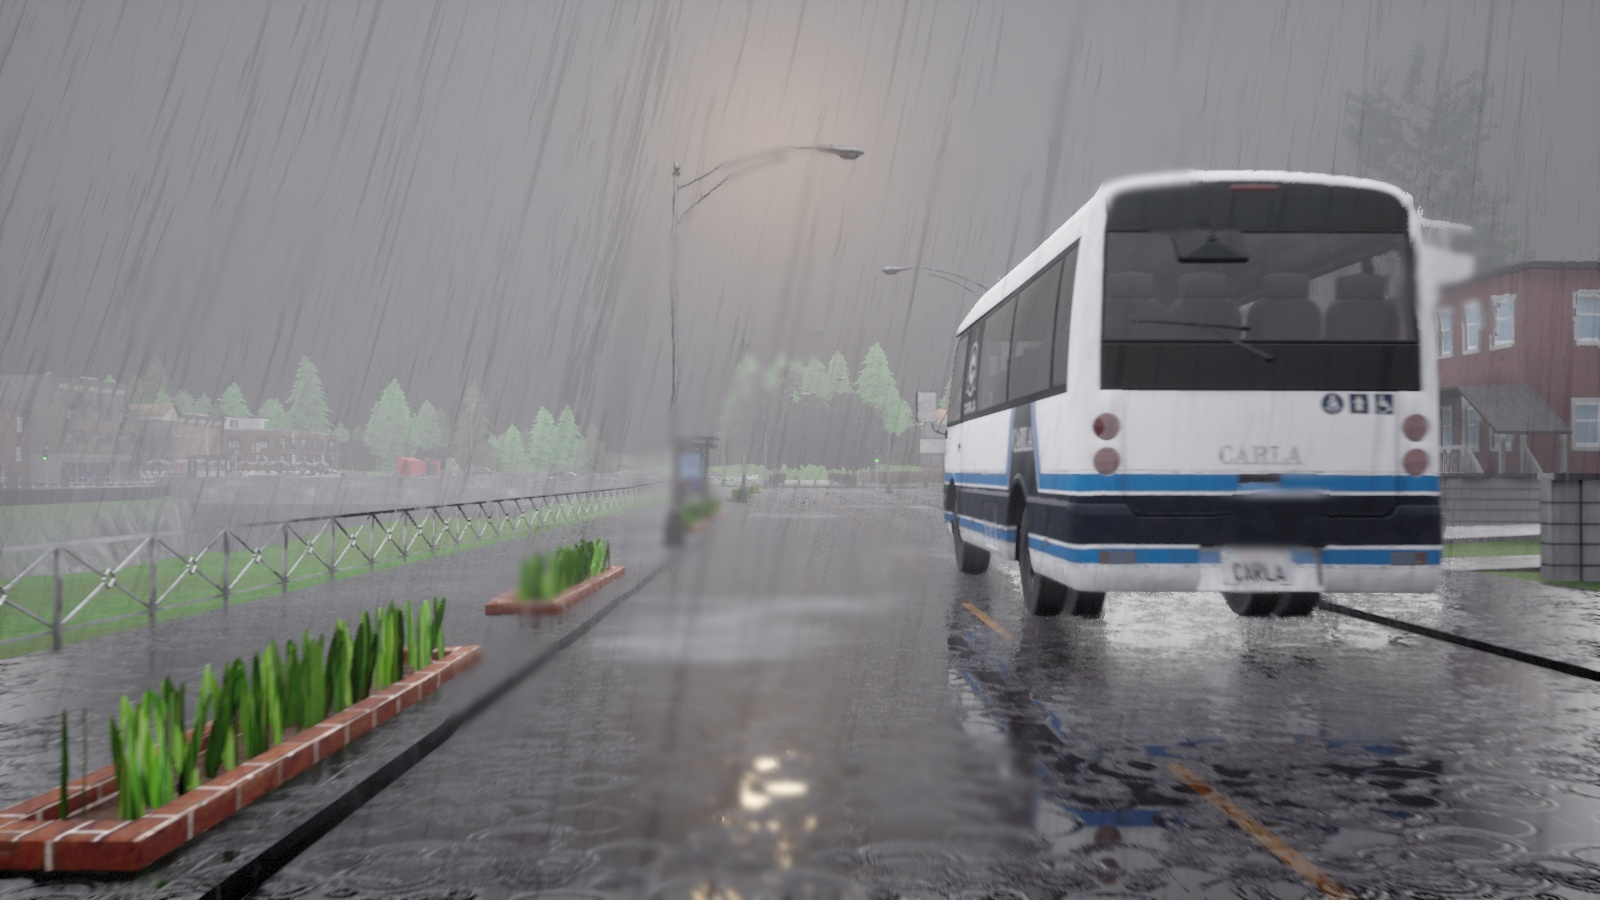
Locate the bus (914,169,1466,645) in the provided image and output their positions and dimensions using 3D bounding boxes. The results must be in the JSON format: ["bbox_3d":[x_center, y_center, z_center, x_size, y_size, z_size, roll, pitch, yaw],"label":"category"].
[{"bbox_3d":[3.956,-0.303,16.389,3.944,4.253,10.273,0,-1,0],"label":"bus"}]
